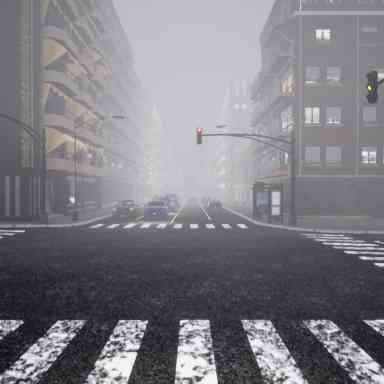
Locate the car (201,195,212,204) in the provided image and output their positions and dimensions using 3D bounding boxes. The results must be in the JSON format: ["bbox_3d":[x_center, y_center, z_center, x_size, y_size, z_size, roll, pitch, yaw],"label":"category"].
[{"bbox_3d":[2.670,1.435,63.073,1.967,1.590,4.097,0,0,0],"label":"car"}]

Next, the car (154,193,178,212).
[{"bbox_3d":[-3.099,1.348,38.953,2.097,1.767,4.553,0,0,0],"label":"car"}]

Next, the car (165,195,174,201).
[{"bbox_3d":[-5.716,1.543,85.631,2.008,1.369,4.403,0,0,0],"label":"car"}]

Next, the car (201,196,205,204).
[{"bbox_3d":[2.675,1.541,46.156,1.887,1.381,4.507,0,0,0],"label":"car"}]

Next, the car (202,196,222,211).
[{"bbox_3d":[2.676,1.547,40.518,2.008,1.369,4.403,0,0,0],"label":"car"}]

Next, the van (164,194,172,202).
[{"bbox_3d":[-5.715,1.335,79.992,1.690,1.788,3.998,0,0,0],"label":"van"}]

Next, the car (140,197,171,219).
[{"bbox_3d":[-3.096,1.474,29.325,1.882,1.535,5.008,0,0,-1],"label":"car"}]

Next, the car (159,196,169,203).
[{"bbox_3d":[-5.712,1.520,68.545,1.752,1.417,4.829,0,0,0],"label":"car"}]

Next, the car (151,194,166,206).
[{"bbox_3d":[-5.710,1.311,57.437,2.192,1.841,5.009,0,0,0],"label":"car"}]

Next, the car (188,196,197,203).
[{"bbox_3d":[0.079,1.559,69.743,1.994,1.385,4.181,0,0,0],"label":"car"}]

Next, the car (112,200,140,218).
[{"bbox_3d":[-5.701,1.437,29.244,1.967,1.590,4.097,0,0,0],"label":"car"}]
